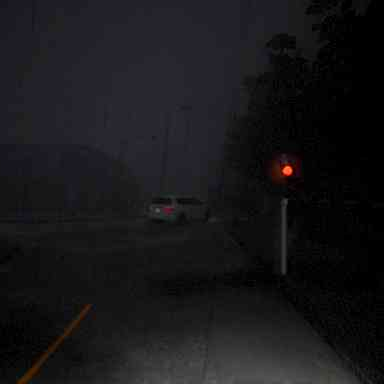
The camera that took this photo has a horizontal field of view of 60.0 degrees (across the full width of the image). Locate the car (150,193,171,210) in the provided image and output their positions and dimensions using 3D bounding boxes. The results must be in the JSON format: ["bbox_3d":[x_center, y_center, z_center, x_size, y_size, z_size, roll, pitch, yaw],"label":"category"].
[{"bbox_3d":[-4.076,1.221,43.916,2.150,2.045,5.566,0,0,0],"label":"car"}]

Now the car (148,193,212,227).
[{"bbox_3d":[-0.708,1.220,23.068,2.150,2.045,5.566,2,1,33],"label":"car"}]

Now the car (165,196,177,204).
[{"bbox_3d":[-4.018,1.526,64.161,1.812,1.442,4.674,0,0,1],"label":"car"}]
